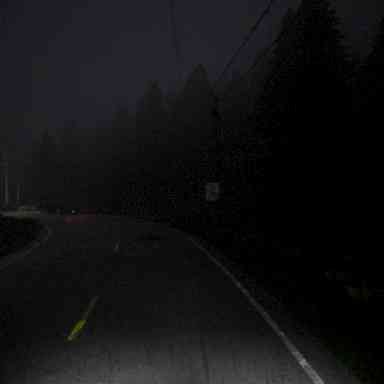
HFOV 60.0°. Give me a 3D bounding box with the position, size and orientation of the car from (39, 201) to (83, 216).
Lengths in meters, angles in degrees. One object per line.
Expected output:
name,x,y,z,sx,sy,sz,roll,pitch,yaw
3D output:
car,-12.407,1.460,31.203,4.718,1.301,1.895,0,0,38
